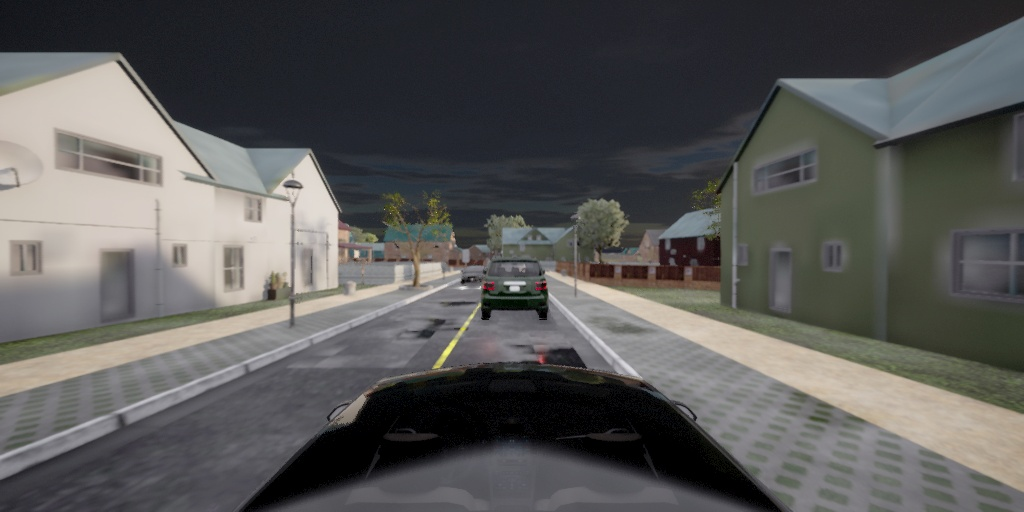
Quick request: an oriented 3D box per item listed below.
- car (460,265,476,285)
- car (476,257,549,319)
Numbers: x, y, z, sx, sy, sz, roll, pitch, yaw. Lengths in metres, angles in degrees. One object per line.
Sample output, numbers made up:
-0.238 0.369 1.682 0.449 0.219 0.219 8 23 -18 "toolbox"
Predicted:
-2.855 1.447 28.038 1.837 1.490 4.892 0 0 0 "car"
0.087 1.058 13.268 2.150 2.045 5.566 0 0 0 "car"
